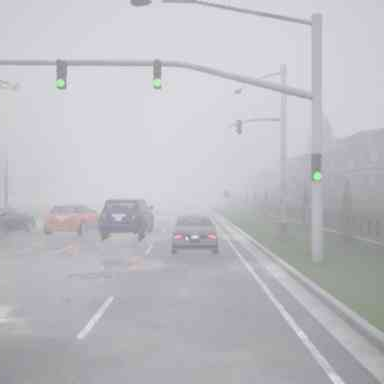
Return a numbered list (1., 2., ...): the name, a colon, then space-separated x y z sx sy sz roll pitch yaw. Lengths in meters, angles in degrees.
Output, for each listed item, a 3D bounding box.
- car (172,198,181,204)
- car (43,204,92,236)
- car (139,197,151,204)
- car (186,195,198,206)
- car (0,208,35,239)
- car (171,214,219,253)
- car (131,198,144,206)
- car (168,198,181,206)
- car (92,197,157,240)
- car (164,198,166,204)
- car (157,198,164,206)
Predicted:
1. car: -3.490 1.958 74.465 1.895 1.301 4.718 0 0 0
2. car: -6.896 1.493 19.673 2.097 1.767 4.553 0 0 0
3. car: -10.490 1.841 74.437 1.882 1.535 5.008 0 0 0
4. car: 0.009 1.678 64.046 2.150 2.045 5.566 0 0 0
5. car: -10.397 1.622 18.172 2.128 1.511 4.902 0 0 0
6. car: 0.103 1.649 14.148 2.033 1.411 5.357 0 0 0
7. car: -10.491 1.985 64.432 1.812 1.442 4.674 0 0 0
8. car: -3.491 1.934 64.015 1.882 1.535 5.008 0 0 0
9. car: -3.396 1.351 18.048 2.150 2.045 5.566 0 0 0
10. car: -6.990 1.916 74.436 1.994 1.385 4.181 0 0 0
11. car: -6.991 2.061 64.461 1.895 1.301 4.718 0 0 0
